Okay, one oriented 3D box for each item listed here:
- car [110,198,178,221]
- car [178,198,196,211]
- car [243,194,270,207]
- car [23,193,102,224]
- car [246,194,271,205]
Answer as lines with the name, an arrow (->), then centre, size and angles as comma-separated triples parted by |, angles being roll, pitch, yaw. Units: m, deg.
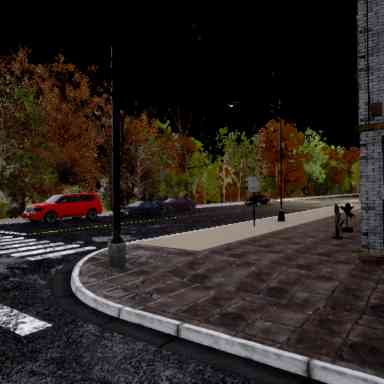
car -> -3.744, 1.361, 25.930 | 2.033, 1.411, 5.357 | -1, 0, 36
car -> -1.680, 1.324, 34.222 | 2.033, 1.411, 5.357 | -1, 0, 36
car -> 8.321, 1.110, 42.297 | 1.837, 1.490, 4.892 | -1, 0, 37
car -> -9.145, 1.127, 24.077 | 2.150, 2.045, 5.566 | -1, 0, 36
car -> 10.043, 1.081, 50.040 | 1.837, 1.490, 4.892 | -1, -1, 37
